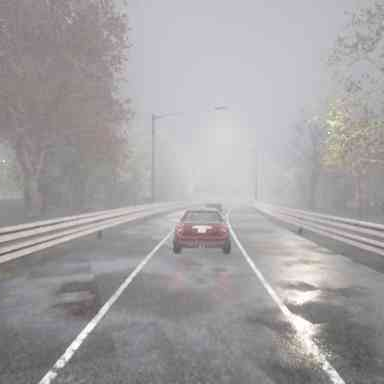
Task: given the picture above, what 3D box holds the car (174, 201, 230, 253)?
[{"bbox_3d":[0.455,1.434,14.241,2.097,1.767,4.553,0,0,2],"label":"car"}]
